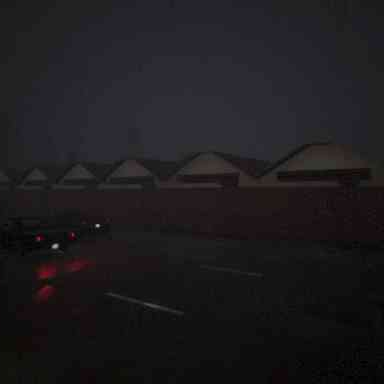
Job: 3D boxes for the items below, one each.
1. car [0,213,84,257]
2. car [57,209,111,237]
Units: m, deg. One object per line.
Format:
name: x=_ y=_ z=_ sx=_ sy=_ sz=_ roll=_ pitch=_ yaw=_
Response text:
car: x=-6.577 y=1.601 z=12.931 sx=4.718 sy=1.301 sz=1.895 roll=0 pitch=0 yaw=36
car: x=-6.085 y=1.564 z=16.895 sx=4.181 sy=1.385 sz=1.994 roll=0 pitch=0 yaw=36
